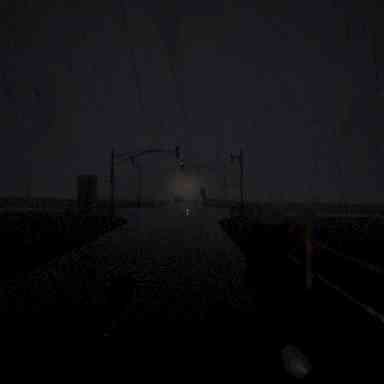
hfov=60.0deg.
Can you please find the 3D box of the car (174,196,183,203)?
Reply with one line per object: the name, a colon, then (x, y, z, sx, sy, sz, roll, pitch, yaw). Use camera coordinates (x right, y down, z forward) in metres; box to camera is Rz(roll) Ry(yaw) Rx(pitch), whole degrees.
car: (-2.711, 1.471, 67.302, 2.128, 1.511, 4.902, 0, 0, 0)
